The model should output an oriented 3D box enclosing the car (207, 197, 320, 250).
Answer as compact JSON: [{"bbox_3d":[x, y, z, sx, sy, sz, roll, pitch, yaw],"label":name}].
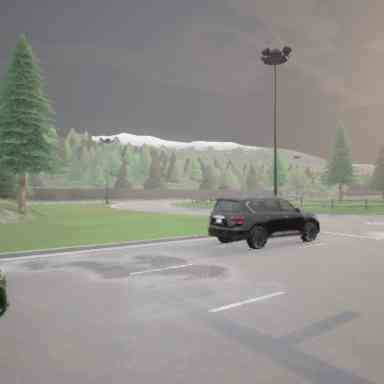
[{"bbox_3d":[3.237,1.222,14.627,5.566,2.045,2.150,0,0,-35],"label":"car"}]

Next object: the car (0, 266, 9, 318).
[{"bbox_3d":[-5.475,1.222,4.148,5.566,2.045,2.150,0,0,-35],"label":"car"}]
